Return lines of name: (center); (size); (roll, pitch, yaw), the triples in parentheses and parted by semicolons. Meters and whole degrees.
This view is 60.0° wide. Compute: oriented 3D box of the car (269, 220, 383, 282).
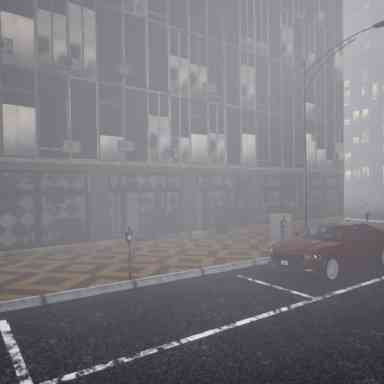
car: (4.164, 1.542, 9.725); (4.507, 1.381, 1.887); (0, -1, -36)

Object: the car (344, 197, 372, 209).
car: (18.697, 1.275, 39.608); (1.752, 1.417, 4.829); (-1, 1, -35)
